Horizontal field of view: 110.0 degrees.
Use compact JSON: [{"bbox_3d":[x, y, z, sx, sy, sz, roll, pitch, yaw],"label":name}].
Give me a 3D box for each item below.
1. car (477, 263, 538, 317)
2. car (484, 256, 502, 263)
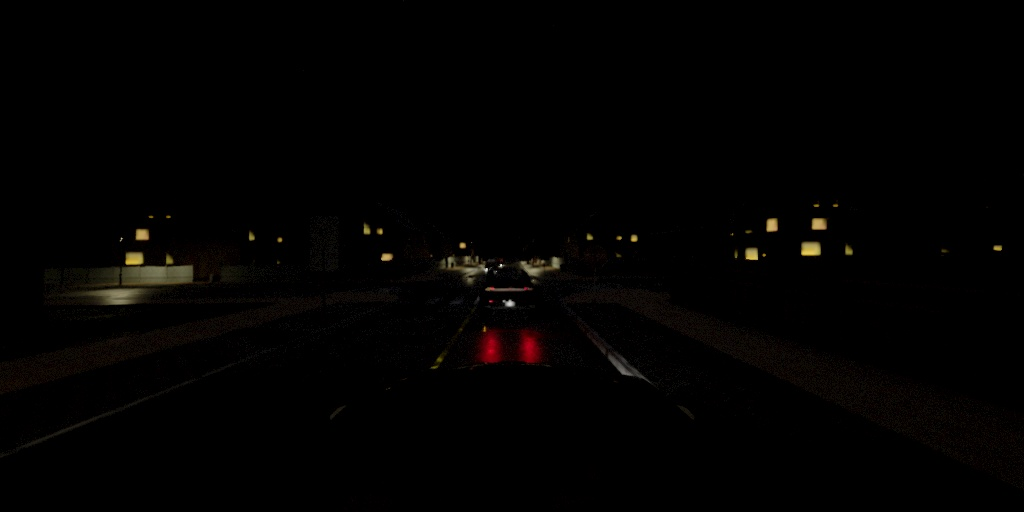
[{"bbox_3d":[-0.219,1.196,13.045,2.128,1.511,4.902,0,0,-4],"label":"car"},{"bbox_3d":[-2.837,1.092,50.760,2.033,1.411,5.357,0,0,0],"label":"car"}]
